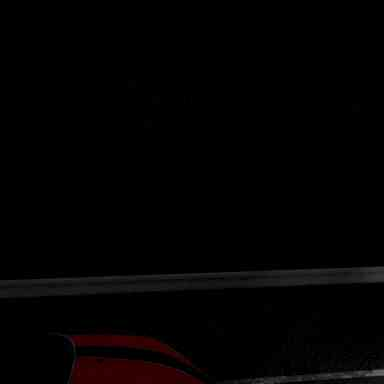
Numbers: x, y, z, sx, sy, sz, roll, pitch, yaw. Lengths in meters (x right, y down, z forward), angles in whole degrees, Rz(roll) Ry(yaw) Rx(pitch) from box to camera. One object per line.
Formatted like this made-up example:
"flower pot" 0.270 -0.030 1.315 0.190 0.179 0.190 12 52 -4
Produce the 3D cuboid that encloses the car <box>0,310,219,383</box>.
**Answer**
"car" -1.841 1.352 1.677 4.553 1.767 2.097 0 0 -7
